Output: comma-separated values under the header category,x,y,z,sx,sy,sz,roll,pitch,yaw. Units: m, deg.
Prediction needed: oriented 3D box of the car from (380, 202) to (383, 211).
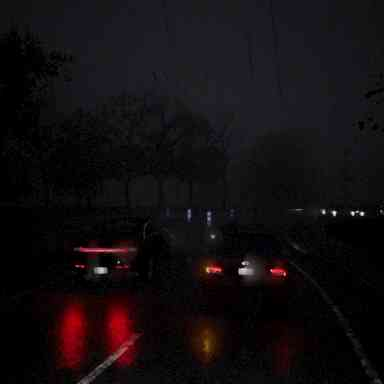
category,x,y,z,sx,sy,sz,roll,pitch,yaw
car,35.253,2.587,58.829,4.892,1.490,1.837,3,-2,-38

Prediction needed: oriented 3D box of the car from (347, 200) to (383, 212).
category,x,y,z,sx,sy,sz,roll,pitch,yaw
car,23.817,2.040,45.345,5.357,1.411,2.033,2,-1,-38

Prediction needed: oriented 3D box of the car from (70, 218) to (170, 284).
category,x,y,z,sx,sy,sz,roll,pitch,yaw
car,-1.801,1.490,9.646,2.128,1.511,4.902,0,0,4

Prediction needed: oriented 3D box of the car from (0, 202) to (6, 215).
category,x,y,z,sx,sy,sz,roll,pitch,yaw
car,-19.544,1.347,30.099,4.553,1.767,2.097,0,0,1

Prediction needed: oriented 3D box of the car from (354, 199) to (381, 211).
category,x,y,z,sx,sy,sz,roll,pitch,yaw
car,28.111,2.123,53.194,4.553,1.767,2.097,2,-2,-39

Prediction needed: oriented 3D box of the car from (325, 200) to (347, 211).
category,x,y,z,sx,sy,sz,roll,pitch,yaw
car,20.948,1.940,47.544,5.008,1.535,1.882,2,-1,-38

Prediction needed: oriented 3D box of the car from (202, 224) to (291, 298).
category,x,y,z,sx,sy,sz,roll,pitch,yaw
car,1.400,1.546,8.742,2.033,1.411,5.357,0,0,9
